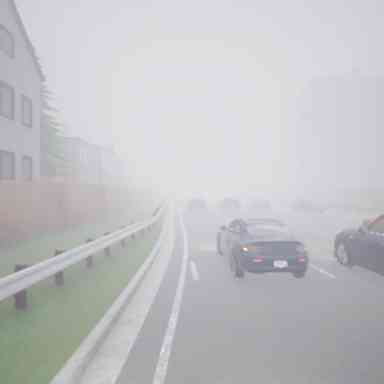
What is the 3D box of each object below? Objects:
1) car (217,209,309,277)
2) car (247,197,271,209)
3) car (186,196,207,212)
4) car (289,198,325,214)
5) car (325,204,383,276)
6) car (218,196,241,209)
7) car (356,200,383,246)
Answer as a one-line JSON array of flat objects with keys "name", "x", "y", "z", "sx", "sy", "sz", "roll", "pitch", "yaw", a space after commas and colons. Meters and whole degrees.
[{"name": "car", "x": 1.880, "y": 1.449, "z": 9.850, "sx": 1.812, "sy": 1.442, "sz": 4.674, "roll": 0, "pitch": 0, "yaw": -3}, {"name": "car", "x": 7.349, "y": 1.242, "z": 36.680, "sx": 1.812, "sy": 1.442, "sz": 4.674, "roll": 0, "pitch": 0, "yaw": -3}, {"name": "car", "x": 0.445, "y": 1.236, "z": 34.795, "sx": 1.837, "sy": 1.490, "sz": 4.892, "roll": 0, "pitch": 0, "yaw": -3}, {"name": "car", "x": 11.121, "y": 1.299, "z": 32.064, "sx": 2.033, "sy": 1.411, "sz": 5.357, "roll": 0, "pitch": 0, "yaw": -3}, {"name": "car", "x": 5.474, "y": 1.286, "z": 8.324, "sx": 2.097, "sy": 1.767, "sz": 4.553, "roll": 0, "pitch": 0, "yaw": -3}, {"name": "car", "x": 3.918, "y": 1.231, "z": 35.389, "sx": 1.837, "sy": 1.490, "sz": 4.892, "roll": 0, "pitch": 0, "yaw": -3}, {"name": "car", "x": 8.707, "y": 1.250, "z": 13.050, "sx": 2.097, "sy": 1.767, "sz": 4.553, "roll": 0, "pitch": 0, "yaw": -3}]
